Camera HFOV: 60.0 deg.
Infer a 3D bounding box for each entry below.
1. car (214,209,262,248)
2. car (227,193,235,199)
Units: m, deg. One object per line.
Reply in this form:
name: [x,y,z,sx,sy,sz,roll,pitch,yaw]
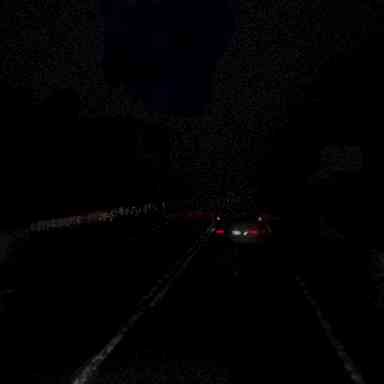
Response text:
car: [1.992,1.453,14.234,2.033,1.411,5.357,0,1,9]
car: [9.088,0.847,76.999,1.812,1.442,4.674,0,0,10]
